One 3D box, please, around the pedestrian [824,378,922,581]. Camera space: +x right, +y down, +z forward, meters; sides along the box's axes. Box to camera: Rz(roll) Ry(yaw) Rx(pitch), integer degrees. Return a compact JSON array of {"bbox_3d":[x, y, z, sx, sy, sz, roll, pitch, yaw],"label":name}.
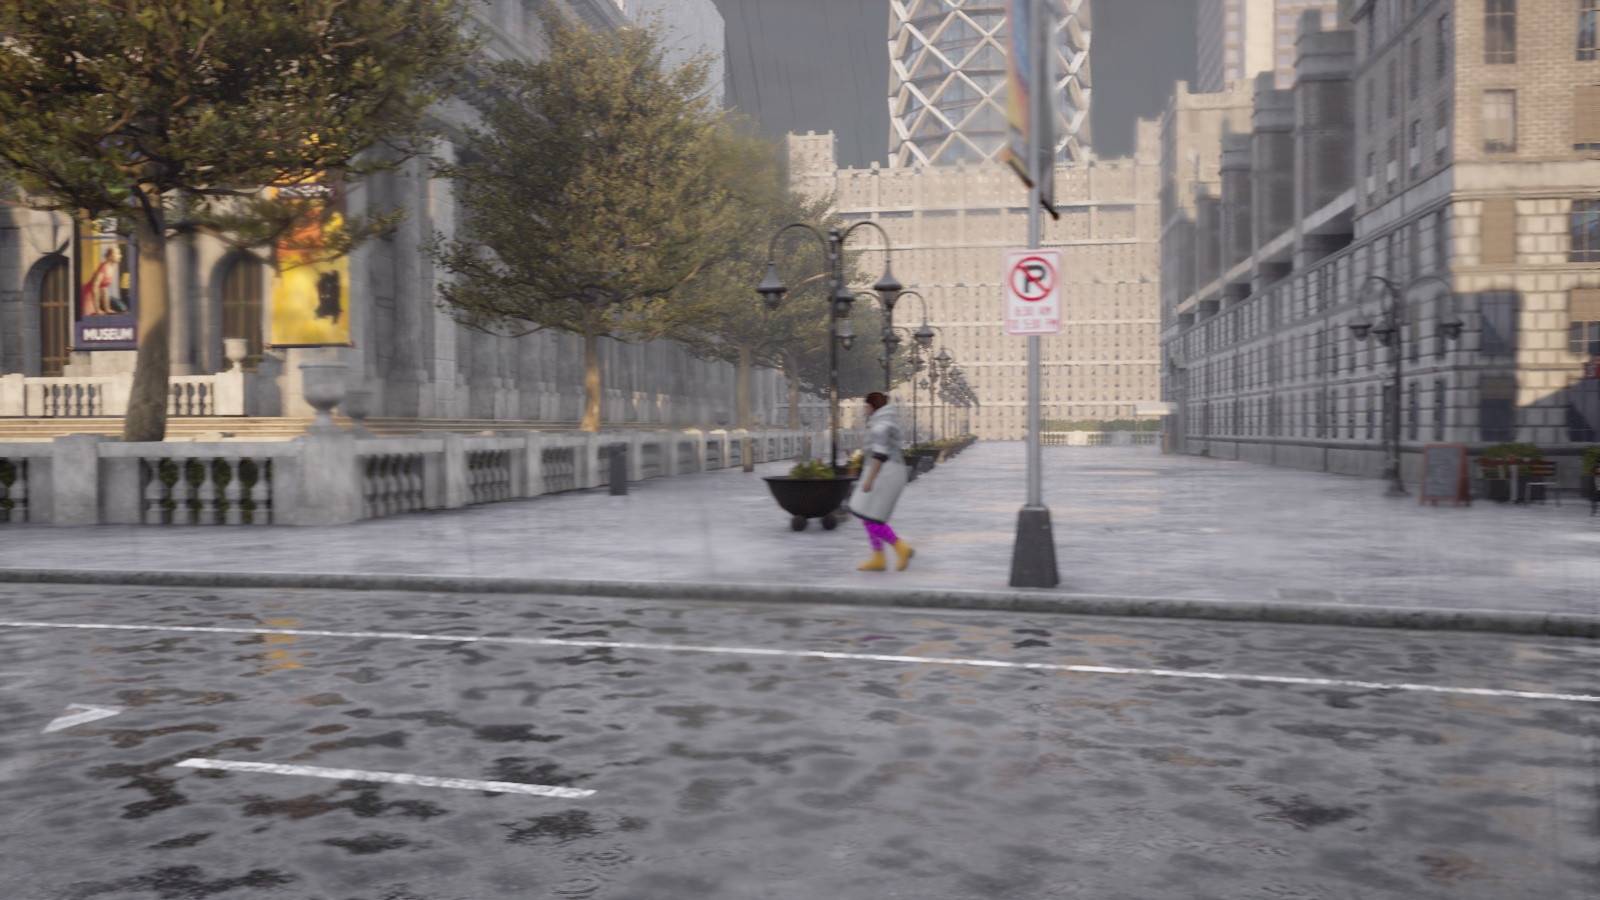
[{"bbox_3d":[0.735,0.274,12.475,0.873,1.952,0.659,0,1,12],"label":"pedestrian"}]
